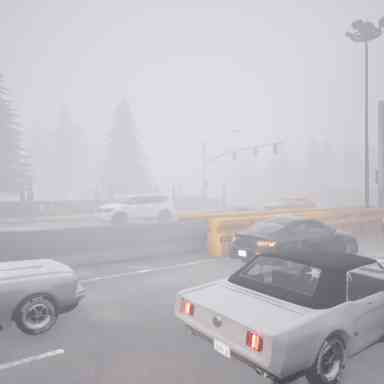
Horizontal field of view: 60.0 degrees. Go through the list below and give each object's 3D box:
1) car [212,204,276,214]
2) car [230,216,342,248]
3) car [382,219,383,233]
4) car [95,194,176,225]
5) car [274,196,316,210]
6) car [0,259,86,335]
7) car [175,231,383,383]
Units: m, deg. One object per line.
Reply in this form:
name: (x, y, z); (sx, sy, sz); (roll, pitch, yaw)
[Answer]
car: (2.313, 1.484, 18.448); (4.181, 1.385, 1.994); (-1, 0, -35)
car: (3.242, 1.475, 10.321); (4.674, 1.442, 1.812); (-1, 0, -35)
car: (10.630, 1.410, 15.563); (4.674, 1.442, 1.812); (-1, 0, -36)
car: (-3.713, 1.158, 22.780); (5.566, 2.045, 2.150); (-1, 0, -35)
car: (7.863, 1.050, 26.545); (5.008, 1.535, 1.882); (-1, 0, -35)
car: (-4.178, 1.601, 5.065); (4.718, 1.301, 1.895); (0, 0, -35)
car: (2.174, 1.577, 5.280); (4.718, 1.301, 1.895); (-1, 0, -35)
